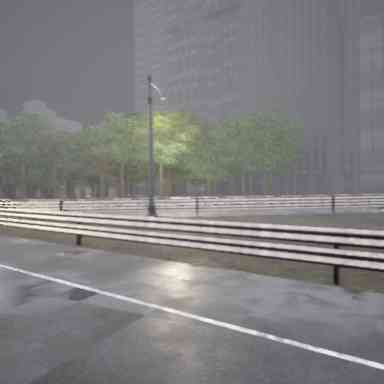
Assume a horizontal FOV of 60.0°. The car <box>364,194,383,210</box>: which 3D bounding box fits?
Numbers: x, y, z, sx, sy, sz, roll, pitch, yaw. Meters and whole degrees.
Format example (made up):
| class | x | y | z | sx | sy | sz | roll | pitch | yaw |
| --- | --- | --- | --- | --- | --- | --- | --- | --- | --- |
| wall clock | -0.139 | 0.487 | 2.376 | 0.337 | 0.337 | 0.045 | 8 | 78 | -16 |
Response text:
| class | x | y | z | sx | sy | sz | roll | pitch | yaw |
| --- | --- | --- | --- | --- | --- | --- | --- | --- | --- |
| car | 18.291 | 0.858 | 30.732 | 4.674 | 1.442 | 1.812 | -1 | 0 | -6 |
